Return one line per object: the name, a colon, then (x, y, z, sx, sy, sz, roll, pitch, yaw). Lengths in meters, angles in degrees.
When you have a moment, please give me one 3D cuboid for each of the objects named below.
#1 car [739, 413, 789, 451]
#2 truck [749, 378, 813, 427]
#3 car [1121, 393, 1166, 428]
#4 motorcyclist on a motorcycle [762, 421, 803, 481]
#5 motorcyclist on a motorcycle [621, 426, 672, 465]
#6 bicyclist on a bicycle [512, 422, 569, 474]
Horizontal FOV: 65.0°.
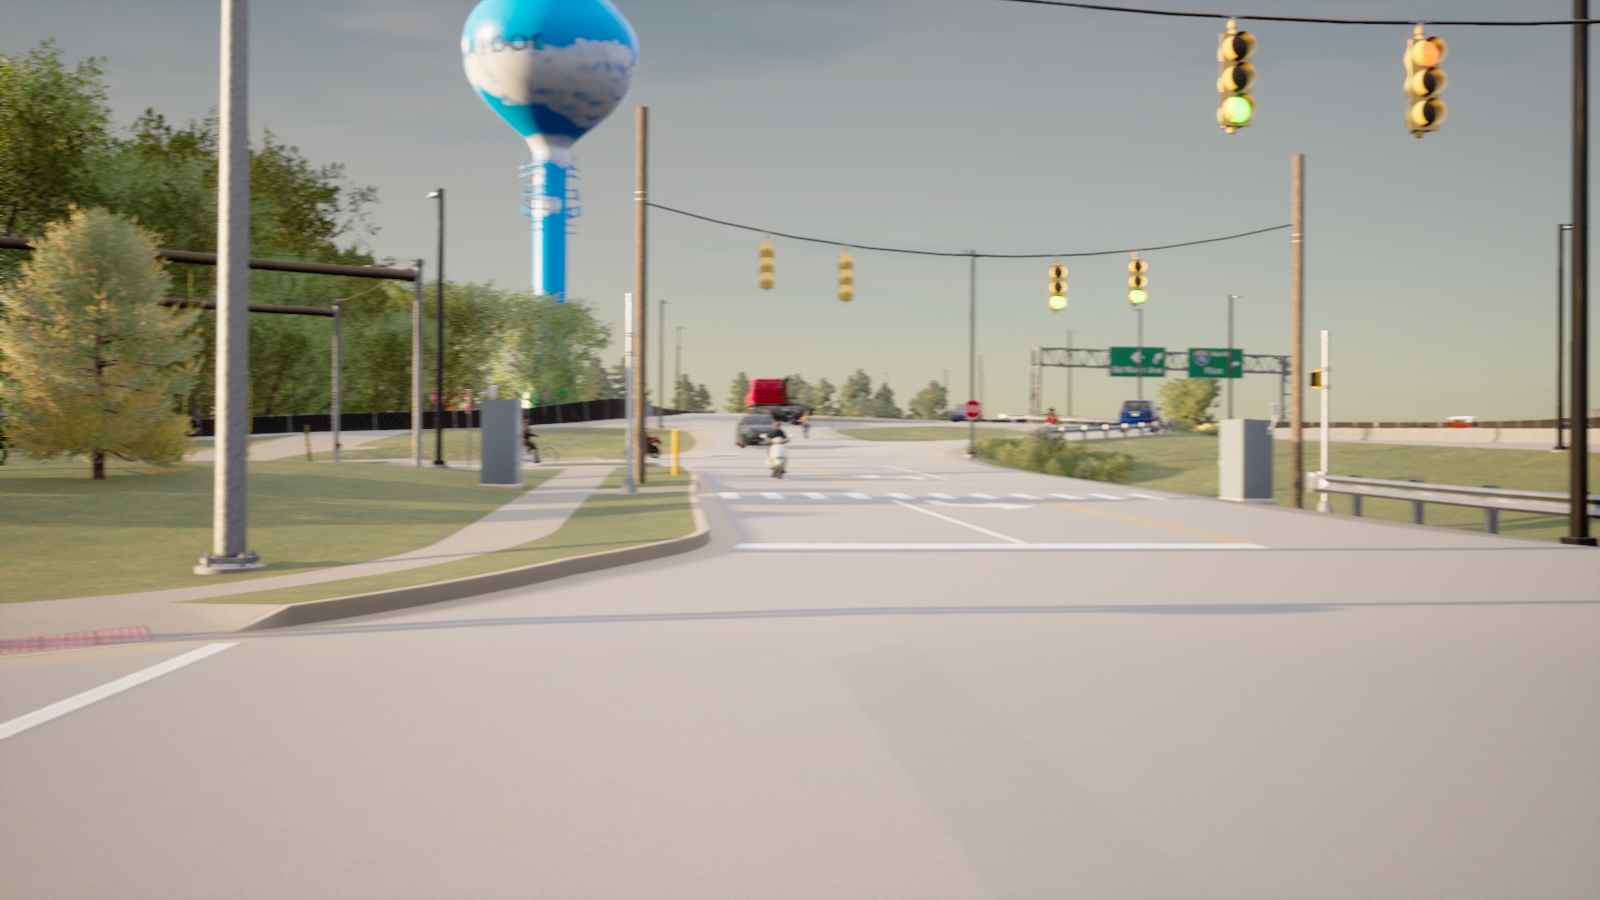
car: (-1.880, -0.955, 63.792, 2.097, 1.767, 4.553, -1, 3, -7)
truck: (-1.507, -3.639, 93.808, 2.891, 3.462, 7.936, -1, 4, -15)
car: (21.632, -2.518, 78.911, 2.150, 2.045, 5.566, 0, 2, 21)
motorcyclist on a motorcycle: (-0.488, 0.025, 34.148, 0.866, 1.590, 1.817, -1, 0, -8)
motorcyclist on a motorcycle: (-6.509, -0.202, 53.288, 0.797, 1.523, 2.044, -3, 0, 45)
bicyclist on a bicycle: (-9.328, -0.083, 45.185, 1.843, 1.776, 0.659, -3, 1, -28)
